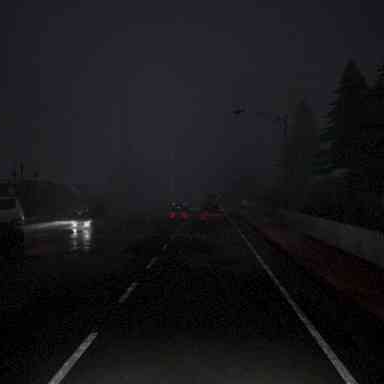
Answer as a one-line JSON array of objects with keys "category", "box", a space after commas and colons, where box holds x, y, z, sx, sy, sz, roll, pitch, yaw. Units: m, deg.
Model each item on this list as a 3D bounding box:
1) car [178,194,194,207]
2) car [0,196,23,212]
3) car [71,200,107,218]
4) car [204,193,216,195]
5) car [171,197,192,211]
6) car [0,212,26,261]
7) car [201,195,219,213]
[{"category": "car", "box": [-0.838, 1.481, 49.061, 1.882, 1.535, 5.008, 0, 0, 3]}, {"category": "car", "box": [-9.885, 1.224, 15.033, 2.150, 2.045, 5.566, 0, 0, 3]}, {"category": "car", "box": [-9.063, 1.494, 29.692, 2.128, 1.511, 4.902, 0, 0, 4]}, {"category": "car", "box": [2.566, 1.225, 47.162, 2.150, 2.045, 5.566, 0, 0, 3]}, {"category": "car", "box": [-1.362, 1.529, 39.732, 1.812, 1.442, 4.674, 0, 0, 3]}, {"category": "car", "box": [-6.668, 1.526, 9.631, 1.812, 1.442, 4.674, 0, 0, 3]}, {"category": "car", "box": [2.029, 1.481, 37.185, 1.882, 1.535, 5.008, 0, 0, 3]}]
